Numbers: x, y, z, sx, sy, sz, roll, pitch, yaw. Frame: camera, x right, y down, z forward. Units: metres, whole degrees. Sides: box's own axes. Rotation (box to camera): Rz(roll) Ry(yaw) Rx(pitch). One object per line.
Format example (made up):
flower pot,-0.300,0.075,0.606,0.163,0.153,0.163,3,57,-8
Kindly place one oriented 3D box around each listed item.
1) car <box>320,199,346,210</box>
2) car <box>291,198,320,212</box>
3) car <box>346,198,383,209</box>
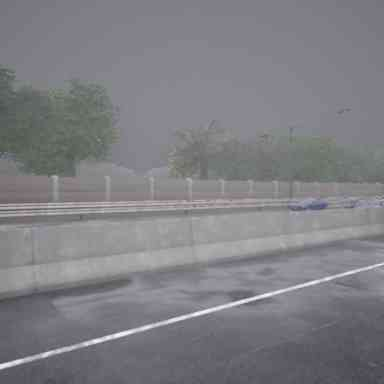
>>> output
car,14.694,1.401,31.677,4.892,1.490,1.837,0,0,-35
car,12.297,1.375,34.267,5.008,1.535,1.882,0,0,-35
car,15.364,1.379,27.859,5.008,1.535,1.882,0,0,-35
